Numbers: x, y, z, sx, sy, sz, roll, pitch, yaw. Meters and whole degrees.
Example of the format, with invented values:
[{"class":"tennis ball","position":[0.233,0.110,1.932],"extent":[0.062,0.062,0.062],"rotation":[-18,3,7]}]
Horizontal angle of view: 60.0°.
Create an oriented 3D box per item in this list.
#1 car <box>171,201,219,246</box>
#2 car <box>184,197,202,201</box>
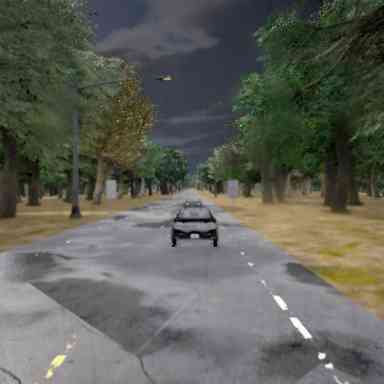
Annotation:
[{"class":"car","position":[0.109,1.353,14.438],"extent":[2.128,1.511,4.902],"rotation":[0,1,0]},{"class":"car","position":[0.123,1.241,36.039],"extent":[1.895,1.301,4.718],"rotation":[0,1,0]}]
